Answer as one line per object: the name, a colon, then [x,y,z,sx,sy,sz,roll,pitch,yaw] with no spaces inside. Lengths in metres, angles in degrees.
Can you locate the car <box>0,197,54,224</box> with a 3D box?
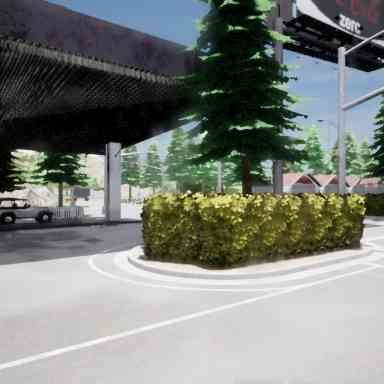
car: [-11.934,1.313,23.504,3.866,1.878,1.905,0,0,-36]
